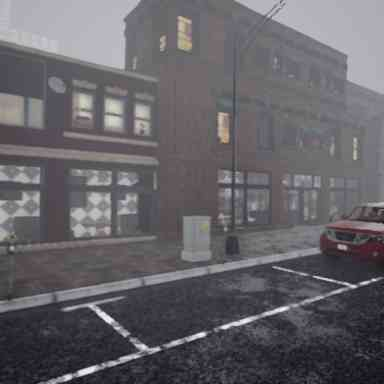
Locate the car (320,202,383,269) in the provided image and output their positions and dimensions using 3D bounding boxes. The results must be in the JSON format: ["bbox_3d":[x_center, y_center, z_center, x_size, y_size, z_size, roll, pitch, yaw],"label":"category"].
[{"bbox_3d":[6.435,1.286,11.150,5.009,1.841,2.192,0,1,-36],"label":"car"}]
